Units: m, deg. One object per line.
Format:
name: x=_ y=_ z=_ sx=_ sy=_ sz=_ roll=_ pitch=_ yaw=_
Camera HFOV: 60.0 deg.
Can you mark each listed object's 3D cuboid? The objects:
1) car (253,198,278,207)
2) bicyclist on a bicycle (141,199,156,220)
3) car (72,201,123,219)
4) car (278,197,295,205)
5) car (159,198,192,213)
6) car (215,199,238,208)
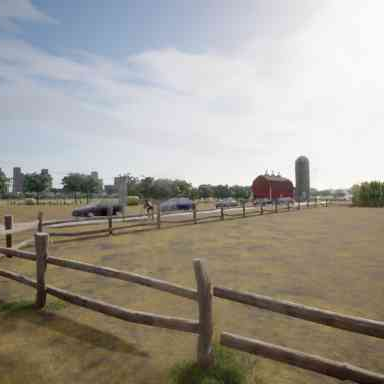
car: x=11.542 y=1.680 z=53.012 sx=1.895 sy=1.301 sz=4.718 roll=-2 pitch=-2 yaw=35
bicyclist on a bicycle: x=-3.522 y=1.419 z=26.545 sx=1.656 sy=1.620 sz=0.582 roll=0 pitch=0 yaw=35
car: x=-8.405 y=1.582 z=29.996 sx=1.882 sy=1.535 sz=5.008 roll=-2 pitch=-2 yaw=35
car: x=17.303 y=1.688 z=61.112 sx=2.033 sy=1.411 sz=5.357 roll=-2 pitch=-2 yaw=35
car: x=-1.939 y=1.472 z=39.119 sx=2.097 sy=1.767 sz=4.553 roll=-2 pitch=-1 yaw=35
car: x=5.071 y=1.706 z=48.911 sx=1.994 sy=1.385 sz=4.181 roll=-2 pitch=-1 yaw=36
